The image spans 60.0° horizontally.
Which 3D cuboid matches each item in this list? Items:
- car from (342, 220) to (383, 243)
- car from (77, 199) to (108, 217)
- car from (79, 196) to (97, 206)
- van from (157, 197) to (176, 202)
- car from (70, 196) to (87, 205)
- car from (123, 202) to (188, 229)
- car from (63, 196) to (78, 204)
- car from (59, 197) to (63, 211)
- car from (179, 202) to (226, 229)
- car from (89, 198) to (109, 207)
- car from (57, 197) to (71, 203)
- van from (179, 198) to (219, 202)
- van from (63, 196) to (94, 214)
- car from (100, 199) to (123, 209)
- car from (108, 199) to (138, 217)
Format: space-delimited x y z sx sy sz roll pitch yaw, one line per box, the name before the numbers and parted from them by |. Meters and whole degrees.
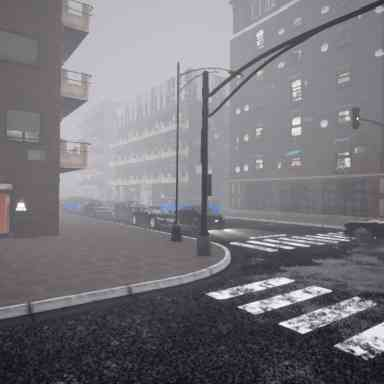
car | 9.277 1.612 14.839 4.718 1.301 1.895 0 0 26
car | -8.836 1.591 30.779 1.802 1.307 4.206 1 -1 -35
car | -18.270 1.597 58.266 1.967 1.590 4.097 1 -1 -35
van | -2.355 1.450 35.264 1.690 1.788 3.998 1 -1 -35
car | -21.453 1.605 62.866 1.967 1.590 4.097 1 -1 -35
car | -2.470 1.539 21.579 2.008 1.369 4.403 1 -1 -35
car | -24.637 1.614 67.467 1.967 1.590 4.097 1 -1 -35
car | -15.202 1.580 39.980 2.008 1.369 4.403 1 -1 -35
car | 0.358 1.581 21.823 1.994 1.385 4.181 1 -1 -35
car | -15.089 1.730 53.664 1.802 1.307 4.206 1 -1 -35
car | -27.821 1.727 72.066 1.887 1.381 4.507 1 -1 -35
van | 0.829 1.439 30.664 1.690 1.788 3.998 1 -1 -35
van | -12.018 1.361 35.381 1.690 1.788 3.998 1 -1 -35
car | -11.905 1.683 49.064 1.887 1.381 4.507 1 -1 -35
car | -5.546 1.528 30.359 2.128 1.511 4.902 1 -1 -35
